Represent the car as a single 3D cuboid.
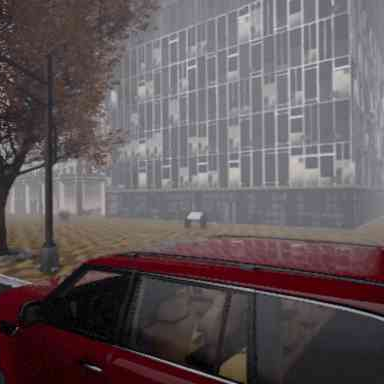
[{"bbox_3d":[-0.043,1.334,2.909,5.009,1.841,2.192,-1,-1,36],"label":"car"}]
